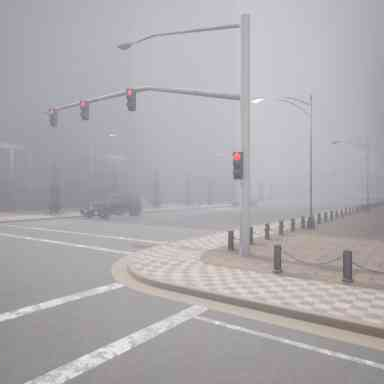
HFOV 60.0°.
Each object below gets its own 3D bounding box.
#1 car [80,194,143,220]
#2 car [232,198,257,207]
[{"bbox_3d":[-6.642,1.165,28.156,2.150,2.045,5.566,0,0,36],"label":"car"},{"bbox_3d":[7.518,1.545,47.697,1.895,1.301,4.718,0,0,36],"label":"car"}]
